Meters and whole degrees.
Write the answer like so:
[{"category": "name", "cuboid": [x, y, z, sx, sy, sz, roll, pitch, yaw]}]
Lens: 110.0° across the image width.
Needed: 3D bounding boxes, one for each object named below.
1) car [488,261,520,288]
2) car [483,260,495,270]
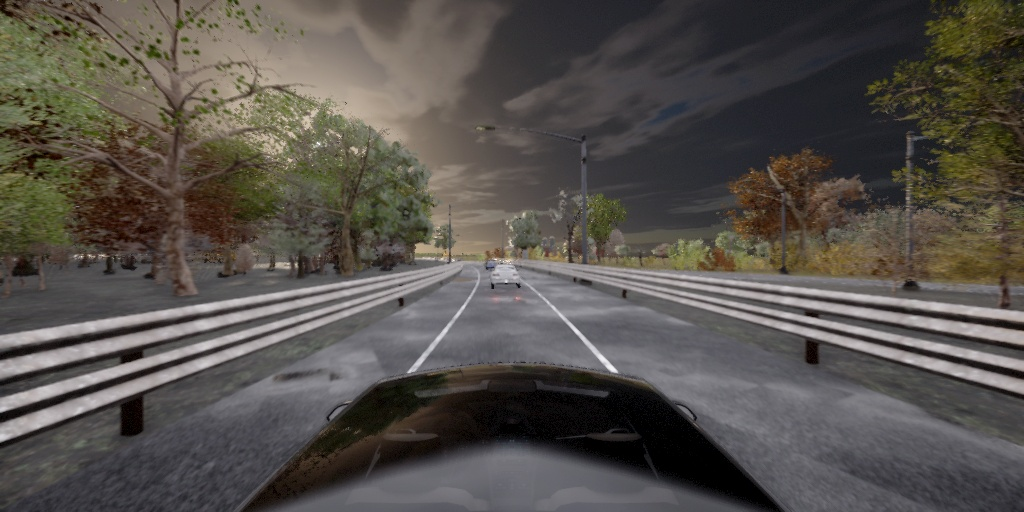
[{"category": "car", "cuboid": [-0.499, 1.285, 24.027, 1.812, 1.442, 4.674, 0, 0, -4]}, {"category": "car", "cuboid": [-3.039, 1.290, 51.773, 2.033, 1.411, 5.357, 0, 0, -9]}]
